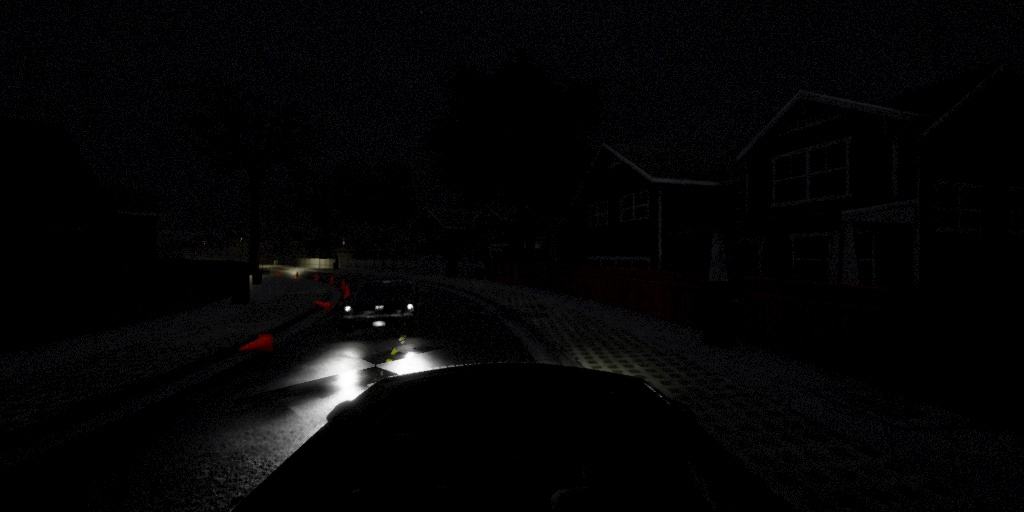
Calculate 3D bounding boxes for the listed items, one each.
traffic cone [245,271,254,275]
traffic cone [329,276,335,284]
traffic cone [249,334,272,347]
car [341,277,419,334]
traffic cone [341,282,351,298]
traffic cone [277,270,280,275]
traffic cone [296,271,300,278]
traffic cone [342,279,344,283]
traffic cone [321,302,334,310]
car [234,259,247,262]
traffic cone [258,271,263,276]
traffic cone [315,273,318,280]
[{"bbox_3d":[-30.640,1.614,41.791,0.340,0.580,0.340,0,0,40],"label":"traffic cone"},{"bbox_3d":[-12.675,1.660,25.257,0.340,0.580,0.340,0,0,-37],"label":"traffic cone"},{"bbox_3d":[-5.176,1.530,7.534,0.340,0.580,0.340,0,0,-4],"label":"traffic cone"},{"bbox_3d":[-3.793,1.342,10.887,1.895,1.301,4.718,0,0,-15],"label":"car"},{"bbox_3d":[-7.884,1.682,17.160,0.340,0.580,0.340,0,0,-24],"label":"traffic cone"},{"bbox_3d":[-23.023,1.632,35.311,0.340,0.580,0.340,0,0,40],"label":"traffic cone"},{"bbox_3d":[-19.215,1.641,32.071,0.340,0.580,0.340,0,0,40],"label":"traffic cone"},{"bbox_3d":[-10.045,1.670,21.347,0.340,0.580,0.340,0,0,-31],"label":"traffic cone"},{"bbox_3d":[-6.469,1.523,12.766,0.340,0.580,0.340,0,0,-6],"label":"traffic cone"},{"bbox_3d":[-37.580,1.152,49.867,4.674,1.442,1.812,0,0,35],"label":"car"},{"bbox_3d":[-26.831,1.624,38.551,0.340,0.580,0.340,0,0,40],"label":"traffic cone"},{"bbox_3d":[-15.736,1.650,28.839,0.340,0.580,0.340,0,0,-44],"label":"traffic cone"}]
